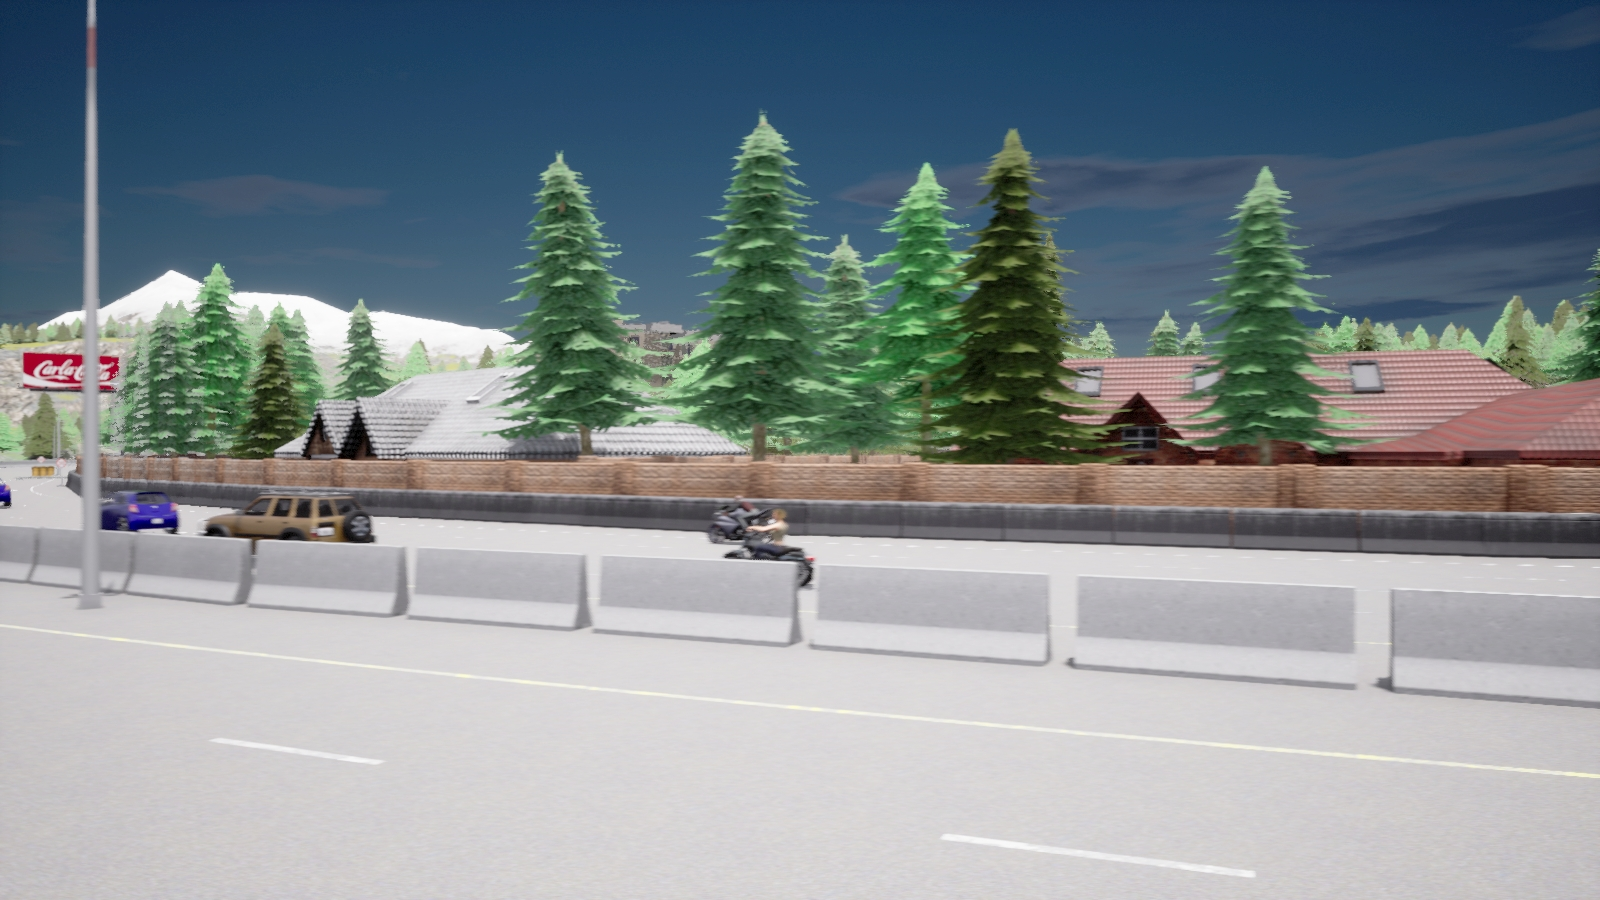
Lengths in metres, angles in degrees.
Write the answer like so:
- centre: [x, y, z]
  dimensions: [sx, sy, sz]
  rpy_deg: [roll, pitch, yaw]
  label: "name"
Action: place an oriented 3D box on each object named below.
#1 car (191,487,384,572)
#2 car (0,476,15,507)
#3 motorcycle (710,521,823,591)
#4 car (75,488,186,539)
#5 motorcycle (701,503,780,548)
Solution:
- centre: [-12.702, 1.900, 28.277]
  dimensions: [4.605, 1.855, 1.932]
  rpy_deg: [0, 0, 28]
  label: "car"
- centre: [-41.234, 2.105, 57.823]
  dimensions: [3.633, 1.501, 1.845]
  rpy_deg: [0, 0, 45]
  label: "car"
- centre: [-0.712, 2.184, 23.890]
  dimensions: [2.356, 1.325, 0.764]
  rpy_deg: [0, -1, 33]
  label: "motorcycle"
- centre: [-22.398, 2.085, 38.193]
  dimensions: [3.633, 1.501, 1.845]
  rpy_deg: [0, 0, 35]
  label: "car"
- centre: [-1.786, 2.258, 34.259]
  dimensions: [2.209, 1.251, 0.867]
  rpy_deg: [0, -1, 26]
  label: "motorcycle"
